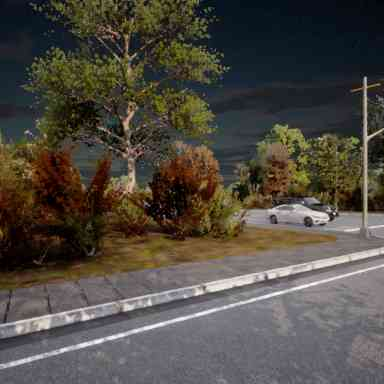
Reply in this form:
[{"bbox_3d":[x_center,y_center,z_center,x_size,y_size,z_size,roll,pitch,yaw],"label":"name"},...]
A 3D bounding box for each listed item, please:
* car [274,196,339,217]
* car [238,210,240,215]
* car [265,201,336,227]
[{"bbox_3d":[9.049,1.316,27.235,2.150,2.045,5.566,0,-1,-37],"label":"car"},{"bbox_3d":[2.819,1.589,34.508,2.097,1.767,4.553,0,-1,-42],"label":"car"},{"bbox_3d":[7.365,1.600,23.641,1.812,1.442,4.674,0,-1,-38],"label":"car"}]
